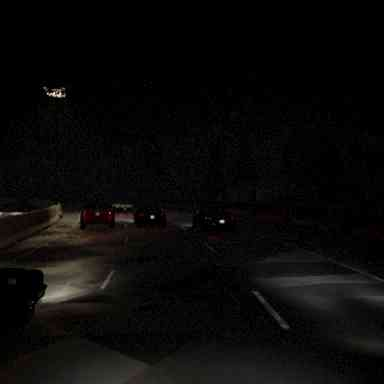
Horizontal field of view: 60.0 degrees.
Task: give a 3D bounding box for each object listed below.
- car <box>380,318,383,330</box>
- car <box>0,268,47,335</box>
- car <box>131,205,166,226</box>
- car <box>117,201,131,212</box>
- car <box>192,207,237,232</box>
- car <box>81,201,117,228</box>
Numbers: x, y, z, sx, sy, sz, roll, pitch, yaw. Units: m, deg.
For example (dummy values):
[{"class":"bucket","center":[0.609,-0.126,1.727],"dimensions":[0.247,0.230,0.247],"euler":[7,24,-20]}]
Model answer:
[{"class":"car","center":[3.432,1.597,2.185],"dimensions":[1.895,1.301,4.718],"euler":[0,0,-2]},{"class":"car","center":[-3.606,1.567,3.981],"dimensions":[2.033,1.411,5.357],"euler":[0,0,-3]},{"class":"car","center":[-3.087,1.628,23.878],"dimensions":[1.994,1.385,4.181],"euler":[0,0,-13]},{"class":"car","center":[-8.670,1.720,40.790],"dimensions":[1.895,1.301,4.718],"euler":[0,0,-23]},{"class":"car","center":[1.278,1.609,20.412],"dimensions":[1.994,1.385,4.181],"euler":[0,0,-11]},{"class":"car","center":[-6.488,1.424,23.171],"dimensions":[2.097,1.767,4.553],"euler":[0,0,-13]}]
